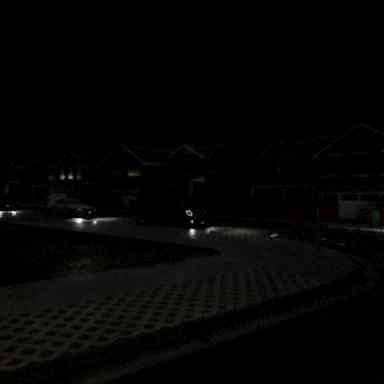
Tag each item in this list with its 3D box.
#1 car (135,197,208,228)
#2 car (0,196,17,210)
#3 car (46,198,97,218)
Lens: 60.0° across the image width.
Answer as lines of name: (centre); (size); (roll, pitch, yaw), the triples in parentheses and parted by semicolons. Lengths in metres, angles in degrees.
car: (-1.243, 1.140, 20.093); (4.553, 1.767, 2.097); (1, 1, 35)
car: (-18.799, 1.095, 32.187); (4.181, 1.385, 1.994); (1, 1, 34)
car: (-9.402, 1.195, 25.712); (4.674, 1.442, 1.812); (1, 1, 35)
